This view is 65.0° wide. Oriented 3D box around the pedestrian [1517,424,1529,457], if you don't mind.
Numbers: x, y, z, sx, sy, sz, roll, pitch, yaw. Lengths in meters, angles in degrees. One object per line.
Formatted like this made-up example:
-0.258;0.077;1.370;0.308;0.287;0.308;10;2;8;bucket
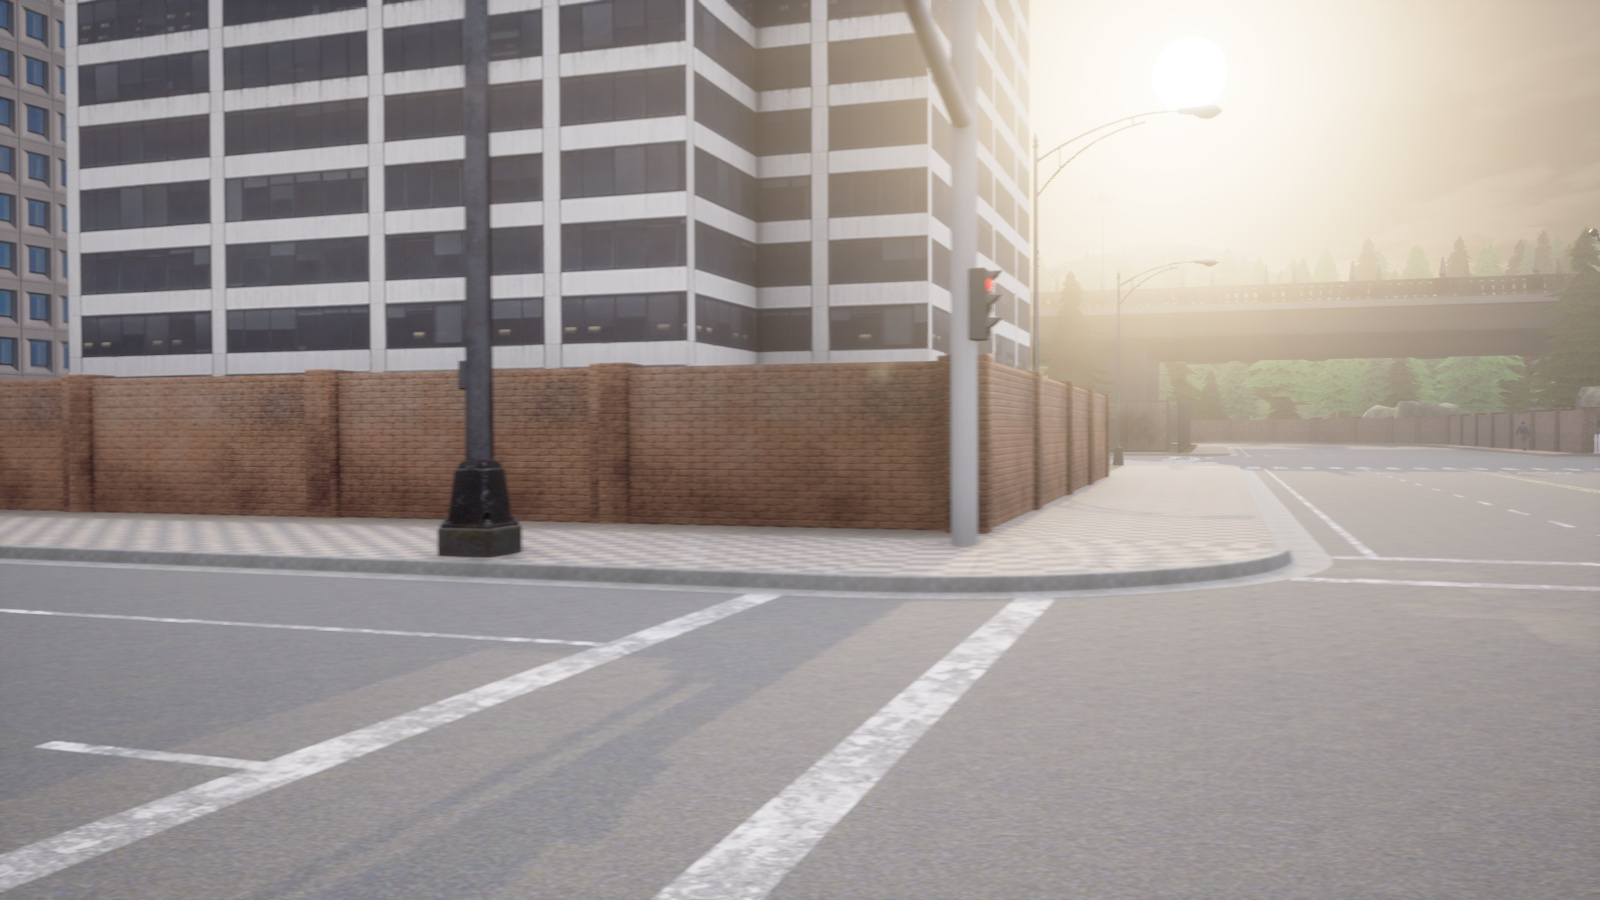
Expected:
43.271;-0.556;75.170;0.423;1.949;0.788;0;1;17;pedestrian
